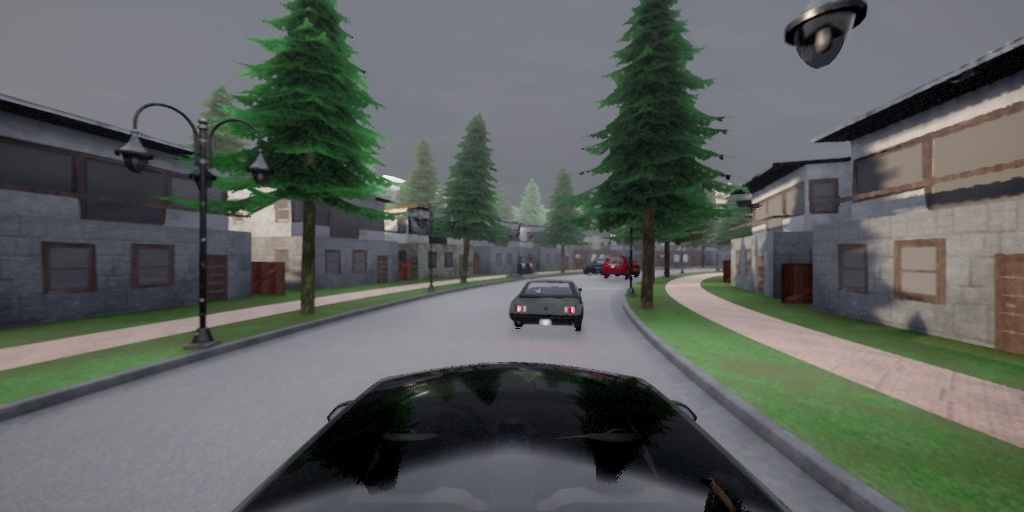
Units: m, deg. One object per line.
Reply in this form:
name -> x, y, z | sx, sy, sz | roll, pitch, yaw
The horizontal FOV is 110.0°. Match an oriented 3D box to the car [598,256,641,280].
car -> 10.064, 1.011, 32.684 | 2.150, 2.045, 5.566 | 0, 0, 33

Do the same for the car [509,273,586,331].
car -> 1.227, 1.362, 11.109 | 1.895, 1.301, 4.718 | 0, 0, 10

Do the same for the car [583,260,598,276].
car -> 9.230, 1.146, 37.666 | 2.097, 1.767, 4.553 | 0, 0, 38
